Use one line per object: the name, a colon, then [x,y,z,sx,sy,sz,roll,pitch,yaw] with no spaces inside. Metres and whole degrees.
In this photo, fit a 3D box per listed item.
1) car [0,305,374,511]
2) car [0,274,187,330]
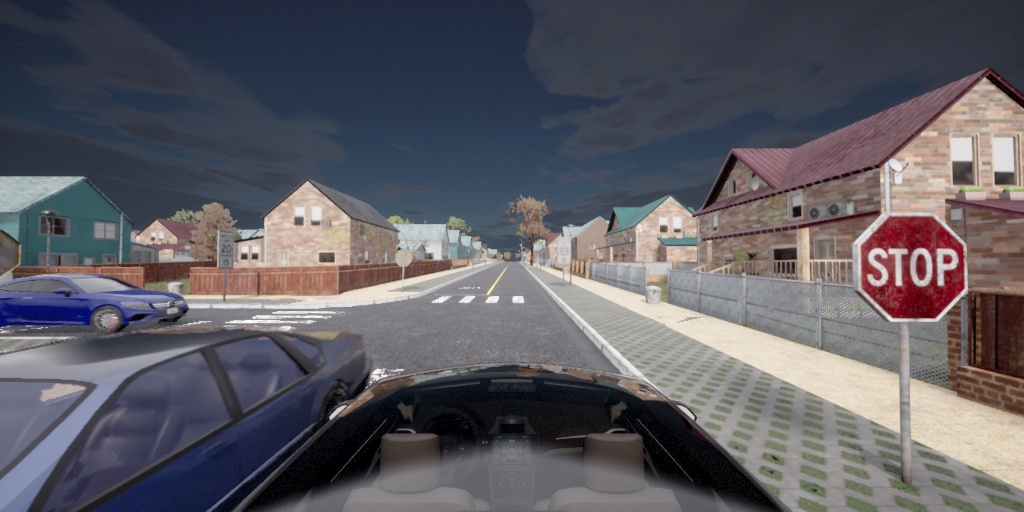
car: [-2.738,1.298,2.393,2.033,1.411,5.357,0,0,0]
car: [-11.525,1.216,9.572,4.674,1.442,1.812,0,-1,-4]
